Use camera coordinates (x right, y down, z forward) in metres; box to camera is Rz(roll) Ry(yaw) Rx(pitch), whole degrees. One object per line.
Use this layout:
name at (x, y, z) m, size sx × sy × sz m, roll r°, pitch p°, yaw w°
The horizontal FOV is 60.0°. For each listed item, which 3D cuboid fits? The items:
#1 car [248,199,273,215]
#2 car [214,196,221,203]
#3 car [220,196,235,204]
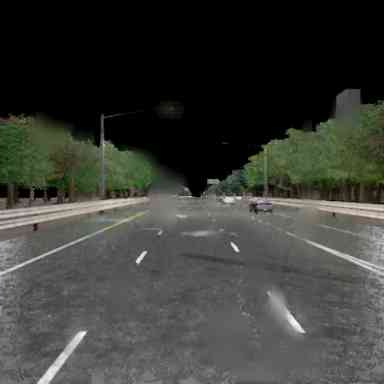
car at (7.009, 1.499, 34.203) m, size 2.128 × 1.511 × 4.902 m, roll 0°, pitch 0°, yaw 0°
car at (7.193, 1.660, 80.644) m, size 2.097 × 1.767 × 4.553 m, roll 0°, pitch -1°, yaw 0°
car at (7.102, 1.664, 64.545) m, size 1.812 × 1.442 × 4.674 m, roll 0°, pitch 0°, yaw 0°
